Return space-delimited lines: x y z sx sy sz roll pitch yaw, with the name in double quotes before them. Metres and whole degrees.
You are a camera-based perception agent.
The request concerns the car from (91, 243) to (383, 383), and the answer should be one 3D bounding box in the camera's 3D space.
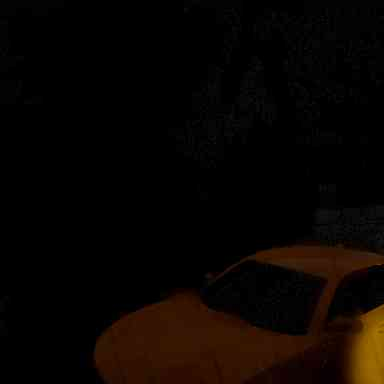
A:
"car" 1.337 1.466 4.023 5.008 1.535 1.882 -1 0 -36
